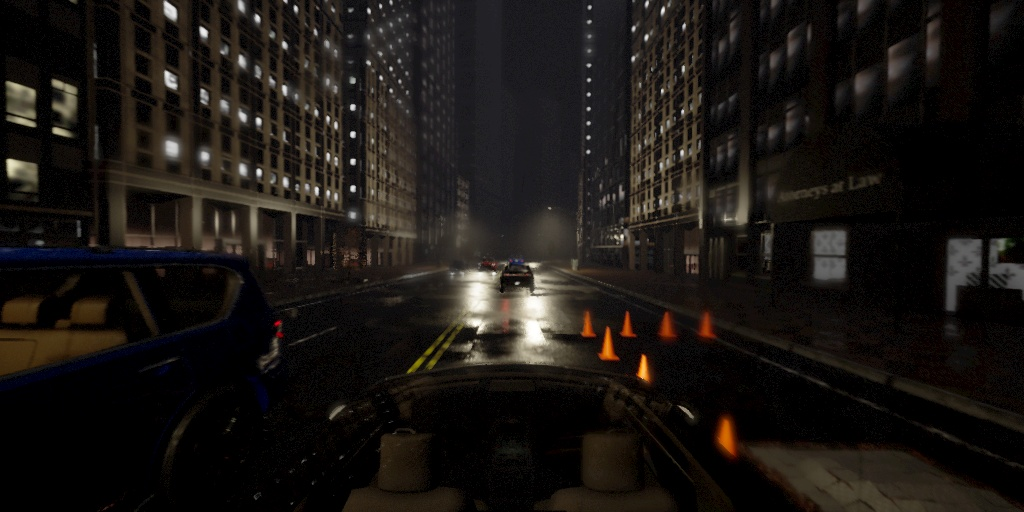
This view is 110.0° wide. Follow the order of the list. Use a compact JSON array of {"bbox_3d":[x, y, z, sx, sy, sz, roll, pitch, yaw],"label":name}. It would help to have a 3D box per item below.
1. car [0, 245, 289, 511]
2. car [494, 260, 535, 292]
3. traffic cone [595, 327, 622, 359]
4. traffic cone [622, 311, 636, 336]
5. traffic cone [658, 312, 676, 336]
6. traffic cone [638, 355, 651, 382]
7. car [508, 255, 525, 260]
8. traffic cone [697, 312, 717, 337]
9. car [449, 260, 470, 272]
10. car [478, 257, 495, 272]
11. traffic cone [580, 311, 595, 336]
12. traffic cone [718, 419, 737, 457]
[{"bbox_3d":[-3.376,0.951,1.367,2.150,2.045,5.566,0,0,1],"label":"car"},{"bbox_3d":[0.298,1.185,20.693,2.128,1.511,4.902,0,0,1],"label":"car"},{"bbox_3d":[1.903,1.701,7.111,0.340,0.580,0.340,0,0,1],"label":"traffic cone"},{"bbox_3d":[2.926,1.702,9.098,0.340,0.580,0.340,0,0,1],"label":"traffic cone"},{"bbox_3d":[3.926,1.708,9.088,0.340,0.580,0.340,0,0,1],"label":"traffic cone"},{"bbox_3d":[1.880,1.707,5.112,0.340,0.580,0.340,0,0,1],"label":"traffic cone"},{"bbox_3d":[0.657,0.822,51.389,2.150,2.045,5.566,0,0,1],"label":"car"},{"bbox_3d":[4.926,1.715,9.076,0.340,0.580,0.340,0,0,1],"label":"traffic cone"},{"bbox_3d":[-6.136,1.131,42.621,2.033,1.411,5.357,0,0,1],"label":"car"},{"bbox_3d":[-2.873,0.954,43.285,2.097,1.767,4.553,0,0,1],"label":"car"},{"bbox_3d":[1.927,1.695,9.111,0.340,0.580,0.340,0,0,1],"label":"traffic cone"},{"bbox_3d":[1.857,1.713,3.111,0.340,0.580,0.340,0,0,1],"label":"traffic cone"}]
